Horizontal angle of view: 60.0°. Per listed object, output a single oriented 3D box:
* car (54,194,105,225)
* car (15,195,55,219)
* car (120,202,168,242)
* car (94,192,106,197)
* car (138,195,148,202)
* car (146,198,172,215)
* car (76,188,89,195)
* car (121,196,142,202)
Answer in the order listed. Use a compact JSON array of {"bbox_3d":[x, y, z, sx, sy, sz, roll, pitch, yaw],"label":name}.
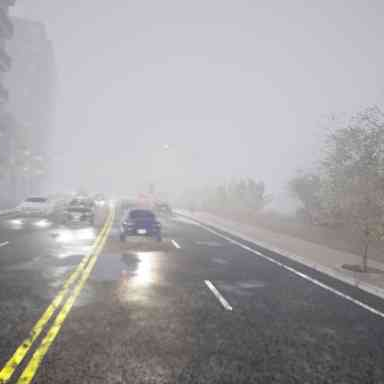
[{"bbox_3d":[-7.100,1.180,21.499,2.128,1.511,4.902,4,0,-12],"label":"car"},{"bbox_3d":[-10.782,0.976,23.269,1.812,1.442,4.674,4,0,-12],"label":"car"},{"bbox_3d":[-2.535,1.484,16.294,1.812,1.442,4.674,4,0,-11],"label":"car"},{"bbox_3d":[-16.842,0.815,60.726,2.128,1.511,4.902,4,0,-16],"label":"car"},{"bbox_3d":[-8.151,1.212,54.011,2.097,1.767,4.553,4,-1,-16],"label":"car"},{"bbox_3d":[-3.385,1.616,35.576,1.994,1.385,4.181,4,-1,-13],"label":"car"},{"bbox_3d":[-22.445,0.176,68.164,2.150,2.045,5.566,4,0,-17],"label":"car"},{"bbox_3d":[-6.902,1.421,36.499,1.895,1.301,4.718,4,0,-14],"label":"car"}]
